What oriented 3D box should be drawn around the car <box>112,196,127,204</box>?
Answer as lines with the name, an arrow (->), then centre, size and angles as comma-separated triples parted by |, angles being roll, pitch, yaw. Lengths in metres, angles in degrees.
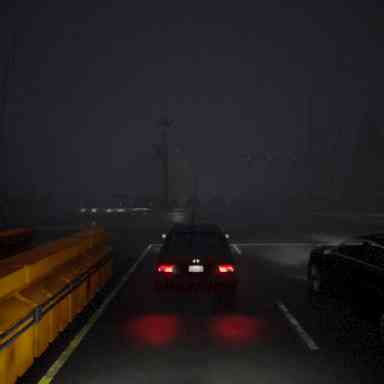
car -> -13.965, 1.509, 63.953 | 1.994, 1.385, 4.181 | 0, 0, 0

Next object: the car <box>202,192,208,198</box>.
car -> 3.496, 0.556, 84.004 | 1.994, 1.385, 4.181 | 0, 6, 0

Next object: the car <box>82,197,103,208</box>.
car -> -14.015, 1.472, 46.912 | 1.837, 1.490, 4.892 | 0, 0, 0

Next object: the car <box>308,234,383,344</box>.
car -> 3.577, 1.487, 5.811 | 2.128, 1.511, 4.902 | 0, 0, 0

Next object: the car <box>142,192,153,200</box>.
car -> -10.483, 0.902, 78.734 | 2.033, 1.411, 5.357 | 0, 3, 0

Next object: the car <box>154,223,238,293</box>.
car -> 0.096, 1.541, 8.990 | 2.033, 1.411, 5.357 | 0, 0, 0

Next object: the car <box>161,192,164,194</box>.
car -> -6.983, 0.887, 78.747 | 2.128, 1.511, 4.902 | 0, 3, 0

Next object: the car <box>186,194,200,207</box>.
car -> 0.182, 1.470, 49.309 | 1.837, 1.490, 4.892 | 0, 0, 0

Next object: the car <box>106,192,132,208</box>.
car -> -10.512, 1.188, 47.301 | 2.150, 2.045, 5.566 | 0, 0, 0

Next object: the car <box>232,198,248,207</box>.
car -> 7.181, 1.529, 49.717 | 1.994, 1.385, 4.181 | 0, 0, 0

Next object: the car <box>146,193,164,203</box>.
car -> -6.968, 1.495, 63.531 | 2.033, 1.411, 5.357 | 0, 0, 0

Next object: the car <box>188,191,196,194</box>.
car -> -0.004, 0.482, 83.984 | 1.882, 1.535, 5.008 | 0, 6, 0

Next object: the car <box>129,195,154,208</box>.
car -> -7.015, 1.514, 46.779 | 2.033, 1.411, 5.357 | 0, 0, 0

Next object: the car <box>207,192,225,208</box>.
car -> 3.681, 1.317, 48.932 | 2.097, 1.767, 4.553 | 0, 0, 0

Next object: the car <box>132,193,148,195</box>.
car -> -10.439, 1.444, 67.185 | 2.033, 1.411, 5.357 | 0, 1, 0
